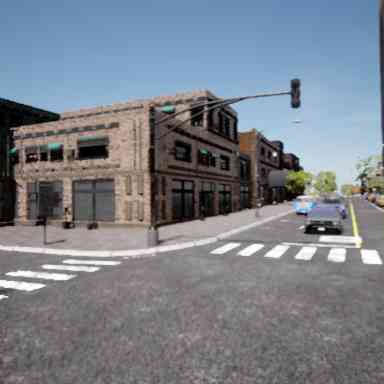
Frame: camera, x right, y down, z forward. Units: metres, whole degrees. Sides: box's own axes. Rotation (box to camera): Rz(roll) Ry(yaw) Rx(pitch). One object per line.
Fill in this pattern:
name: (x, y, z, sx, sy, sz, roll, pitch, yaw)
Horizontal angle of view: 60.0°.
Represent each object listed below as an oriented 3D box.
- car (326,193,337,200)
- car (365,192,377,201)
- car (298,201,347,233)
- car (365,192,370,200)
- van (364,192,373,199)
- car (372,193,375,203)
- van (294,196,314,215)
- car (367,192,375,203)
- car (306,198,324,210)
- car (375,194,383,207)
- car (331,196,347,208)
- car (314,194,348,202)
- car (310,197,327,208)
car: (34.835, 1.092, 83.010, 2.192, 1.841, 5.009, 0, 0, 25)
car: (40.053, 0.956, 74.424, 2.192, 1.841, 5.009, 0, 0, 25)
car: (7.756, 1.502, 19.456, 2.033, 1.411, 5.357, -1, 0, 25)
car: (37.768, 1.184, 69.570, 1.752, 1.417, 4.829, 0, 0, 25)
van: (44.769, 0.946, 84.439, 1.690, 1.788, 3.998, 0, 0, 25)
car: (28.337, 1.256, 49.541, 1.752, 1.417, 4.829, 0, 0, 25)
van: (11.257, 1.299, 32.940, 1.690, 1.788, 3.998, 0, 0, 25)
car: (32.980, 1.240, 59.402, 1.887, 1.381, 4.507, 0, 0, 25)
car: (15.974, 1.503, 42.954, 1.802, 1.307, 4.206, 0, 0, 25)
car: (25.979, 1.274, 44.534, 1.752, 1.417, 4.829, 0, 0, 25)
car: (20.733, 1.360, 46.859, 1.837, 1.490, 4.892, -1, -1, 26)
car: (12.142, 1.274, 28.764, 2.097, 1.767, 4.553, -1, 0, 25)
car: (18.331, 1.469, 47.961, 1.947, 1.339, 4.313, 0, 0, 25)
